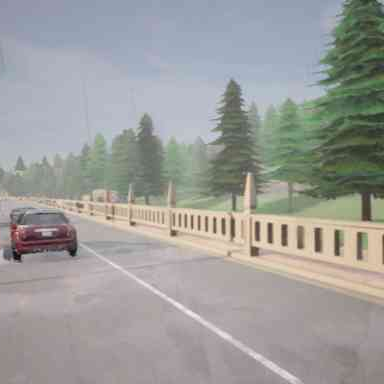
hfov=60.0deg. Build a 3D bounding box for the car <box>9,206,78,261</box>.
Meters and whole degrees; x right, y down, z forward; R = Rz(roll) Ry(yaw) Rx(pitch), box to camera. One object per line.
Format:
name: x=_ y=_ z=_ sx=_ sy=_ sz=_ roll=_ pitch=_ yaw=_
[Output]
car: x=-6.012 y=1.480 z=13.269 sx=2.097 sy=1.767 sz=4.553 roll=0 pitch=0 yaw=-29
